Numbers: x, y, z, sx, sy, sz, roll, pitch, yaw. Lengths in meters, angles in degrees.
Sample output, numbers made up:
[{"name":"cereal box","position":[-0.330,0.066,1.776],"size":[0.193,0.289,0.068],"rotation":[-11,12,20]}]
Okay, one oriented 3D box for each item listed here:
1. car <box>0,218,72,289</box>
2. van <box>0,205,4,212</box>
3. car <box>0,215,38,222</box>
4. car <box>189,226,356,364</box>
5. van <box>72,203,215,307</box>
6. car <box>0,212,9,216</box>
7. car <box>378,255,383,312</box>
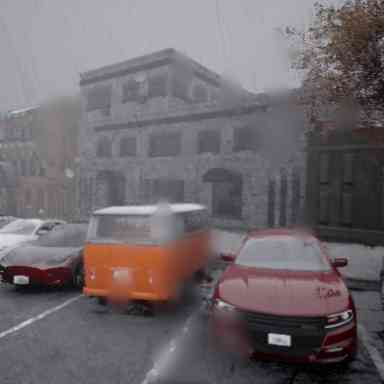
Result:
[{"name":"car","position":[-3.111,1.573,9.625],"size":[2.163,1.488,4.792],"rotation":[-1,-1,15]},{"name":"van","position":[-10.260,1.520,14.851],"size":[1.878,1.987,4.442],"rotation":[-1,-2,15]},{"name":"car","position":[-5.487,1.643,11.346],"size":[2.002,1.452,4.674],"rotation":[-1,-1,15]},{"name":"car","position":[1.677,1.480,6.265],"size":[2.097,1.535,5.008],"rotation":[0,-1,15]},{"name":"van","position":[-0.685,1.279,8.075],"size":[1.878,1.987,4.442],"rotation":[-1,-1,15]},{"name":"car","position":[-7.886,1.711,13.043],"size":[2.002,1.452,4.674],"rotation":[-1,-1,15]},{"name":"car","position":[4.060,1.479,4.566],"size":[2.231,1.521,4.892],"rotation":[0,-1,15]}]
